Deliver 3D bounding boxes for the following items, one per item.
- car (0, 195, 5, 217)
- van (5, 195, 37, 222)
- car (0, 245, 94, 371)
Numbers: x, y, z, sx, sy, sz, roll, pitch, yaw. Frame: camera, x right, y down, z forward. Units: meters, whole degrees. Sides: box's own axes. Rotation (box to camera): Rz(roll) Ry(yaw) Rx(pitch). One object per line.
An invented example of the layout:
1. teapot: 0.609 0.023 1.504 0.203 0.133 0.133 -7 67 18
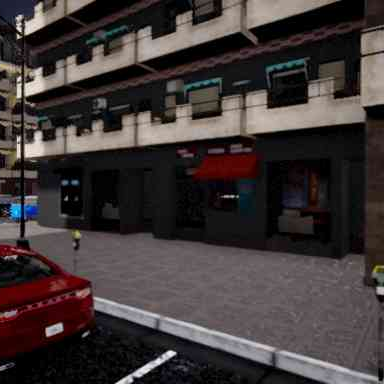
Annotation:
1. car: -14.967 1.266 28.714 2.128 1.511 4.902 0 1 35
2. van: -10.992 1.160 24.276 1.690 1.788 3.998 1 2 35
3. car: -3.494 1.545 5.360 4.507 1.381 1.887 0 0 36
